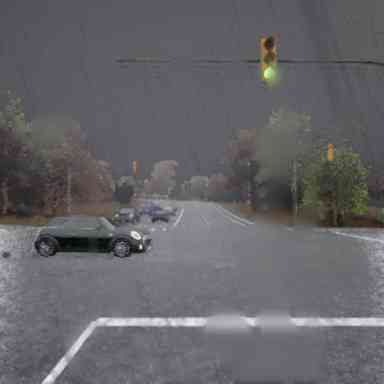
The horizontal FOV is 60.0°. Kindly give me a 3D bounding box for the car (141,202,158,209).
[{"bbox_3d":[-7.079,2.652,51.327,2.150,2.045,5.566,0,0,0],"label":"car"}]

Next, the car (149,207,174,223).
[{"bbox_3d":[-3.596,2.809,39.133,2.033,1.411,5.357,0,-1,0],"label":"car"}]

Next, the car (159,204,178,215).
[{"bbox_3d":[-3.579,2.953,50.922,1.812,1.442,4.674,0,0,0],"label":"car"}]

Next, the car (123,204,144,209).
[{"bbox_3d":[-7.136,2.563,37.144,2.097,1.767,4.553,0,-2,1],"label":"car"}]

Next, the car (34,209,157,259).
[{"bbox_3d":[-3.995,1.715,13.870,4.553,1.767,2.097,0,-2,4],"label":"car"}]

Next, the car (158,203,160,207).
[{"bbox_3d":[-6.995,2.933,65.942,1.895,1.301,4.718,0,1,0],"label":"car"}]
